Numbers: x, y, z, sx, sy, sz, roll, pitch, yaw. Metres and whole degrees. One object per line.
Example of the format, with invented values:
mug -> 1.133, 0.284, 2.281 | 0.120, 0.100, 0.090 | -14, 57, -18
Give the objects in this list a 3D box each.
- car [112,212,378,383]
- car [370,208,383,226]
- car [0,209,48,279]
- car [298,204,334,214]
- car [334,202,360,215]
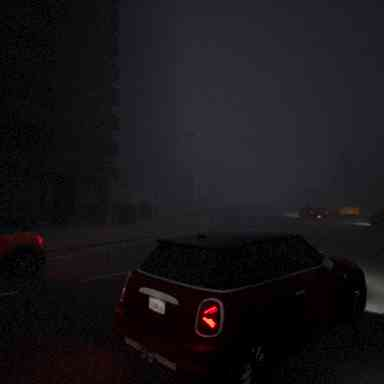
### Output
car -> 1.100, 1.378, 5.429 | 4.553, 1.767, 2.097 | 1, 0, -45
car -> 13.225, 1.674, 21.759 | 1.812, 1.442, 4.674 | 0, 0, 10
car -> -6.218, 1.360, 8.368 | 4.553, 1.767, 2.097 | 0, 0, -40
car -> 10.965, 1.774, 30.188 | 1.895, 1.301, 4.718 | 0, 0, 6
car -> 14.926, 1.680, 32.950 | 1.882, 1.535, 5.008 | 0, 0, 8
